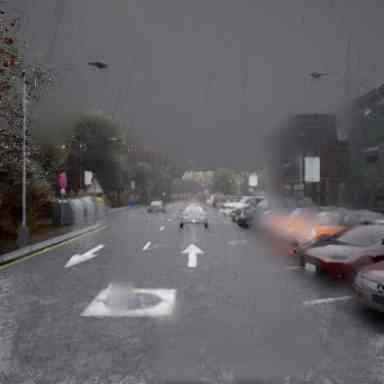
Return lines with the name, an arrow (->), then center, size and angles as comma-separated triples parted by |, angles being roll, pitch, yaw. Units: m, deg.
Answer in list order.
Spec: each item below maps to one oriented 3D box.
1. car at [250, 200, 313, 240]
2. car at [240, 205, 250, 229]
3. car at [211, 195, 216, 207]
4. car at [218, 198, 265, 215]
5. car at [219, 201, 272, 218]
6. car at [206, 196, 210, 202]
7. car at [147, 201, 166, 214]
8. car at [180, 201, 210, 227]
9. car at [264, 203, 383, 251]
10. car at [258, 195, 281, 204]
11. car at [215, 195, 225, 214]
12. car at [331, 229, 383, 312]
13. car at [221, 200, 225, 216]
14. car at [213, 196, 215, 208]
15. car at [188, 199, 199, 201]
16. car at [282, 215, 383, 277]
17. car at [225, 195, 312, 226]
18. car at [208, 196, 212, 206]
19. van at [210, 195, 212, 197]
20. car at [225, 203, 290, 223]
car -> 5.361, 1.438, 15.338 | 4.553, 1.767, 2.185 | 1, 0, -20
car -> 5.334, 1.620, 18.333 | 4.674, 1.452, 2.002 | 1, -1, -20
car -> 5.461, 1.647, 45.361 | 4.553, 1.767, 2.185 | 1, 0, -20
car -> 5.370, 1.575, 36.343 | 4.553, 1.767, 2.185 | 1, -1, -20
car -> 5.365, 1.708, 33.328 | 4.792, 1.488, 2.163 | 1, 0, -20
car -> 5.264, 1.866, 57.307 | 5.366, 1.575, 1.946 | 1, 0, -20
car -> -4.055, 1.758, 38.675 | 1.812, 1.442, 4.674 | 0, 0, 0
car -> 0.125, 1.654, 23.896 | 1.812, 1.442, 4.674 | 0, 0, 0
car -> 5.352, 1.421, 12.336 | 4.553, 1.767, 2.185 | 1, 0, -20
car -> 18.435, 1.815, 79.384 | 2.435, 2.045, 5.566 | 0, 0, -21
car -> 5.358, 1.405, 30.330 | 5.566, 2.045, 2.435 | 1, 0, -20
car -> 5.310, 1.556, 6.324 | 4.674, 1.452, 2.002 | 1, 0, -20
car -> 5.184, 1.611, 24.269 | 5.366, 1.575, 1.946 | 1, 0, -20
car -> 5.380, 1.598, 39.344 | 4.553, 1.767, 2.185 | 1, -1, -20
car -> 0.149, 1.603, 40.873 | 2.097, 1.767, 4.553 | 0, 0, 0
car -> 5.285, 1.560, 9.316 | 4.792, 1.488, 2.163 | 1, 0, -20
car -> 5.337, 1.346, 21.313 | 5.566, 2.045, 2.435 | 1, 0, -20
car -> 5.425, 1.797, 48.363 | 5.008, 1.535, 2.097 | 1, -1, -20
van -> 5.548, 1.598, 51.410 | 4.442, 1.987, 1.878 | 1, -1, -20
car -> 5.341, 1.666, 27.326 | 4.792, 1.488, 2.163 | 1, 0, -20
